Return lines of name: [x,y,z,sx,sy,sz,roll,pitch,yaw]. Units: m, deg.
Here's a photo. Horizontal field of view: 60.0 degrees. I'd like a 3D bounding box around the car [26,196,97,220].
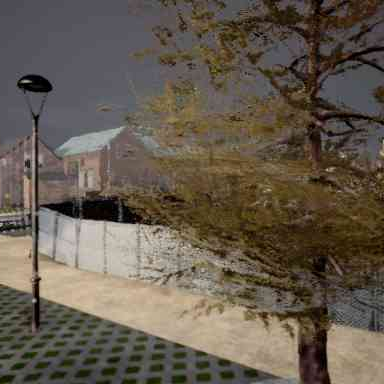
car: [-6.513,0.936,19.111,2.033,1.411,5.357,0,3,42]
